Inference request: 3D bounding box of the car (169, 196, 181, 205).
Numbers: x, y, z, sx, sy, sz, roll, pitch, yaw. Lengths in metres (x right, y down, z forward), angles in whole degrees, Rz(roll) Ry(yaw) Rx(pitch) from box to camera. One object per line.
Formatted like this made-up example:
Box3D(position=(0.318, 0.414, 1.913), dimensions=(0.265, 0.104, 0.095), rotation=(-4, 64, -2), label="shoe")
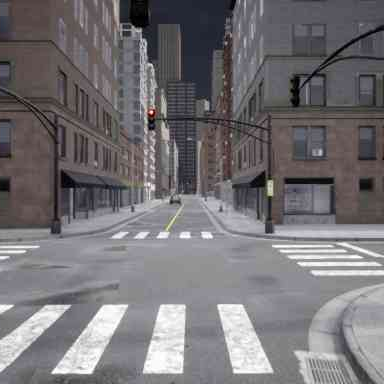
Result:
Box3D(position=(-2.977, 1.457, 59.647), dimensions=(1.882, 1.535, 5.008), rotation=(0, 0, 0), label="car")
